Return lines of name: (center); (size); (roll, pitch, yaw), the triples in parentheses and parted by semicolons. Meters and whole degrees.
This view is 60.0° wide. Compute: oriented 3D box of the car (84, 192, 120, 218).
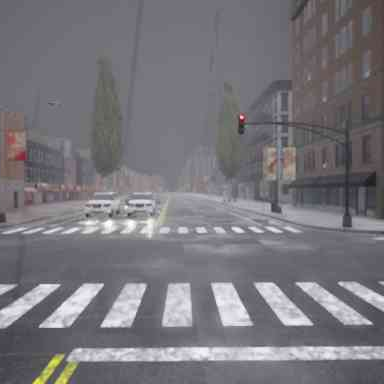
car: (-7.546, 1.030, 28.557); (2.150, 2.045, 5.566); (0, 0, -3)

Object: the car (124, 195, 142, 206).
car: (-8.791, 1.172, 49.984); (2.128, 1.511, 4.902); (0, 0, -3)

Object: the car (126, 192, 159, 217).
car: (-4.320, 1.027, 29.129); (2.150, 2.045, 5.566); (0, 0, -3)

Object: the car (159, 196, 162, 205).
car: (-5.492, 1.191, 49.235); (1.837, 1.490, 4.892); (0, 0, -3)

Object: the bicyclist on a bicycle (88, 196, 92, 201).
bicyclist on a bicycle: (-10.575, 1.223, 34.885); (0.582, 1.620, 1.656); (0, 1, -1)
